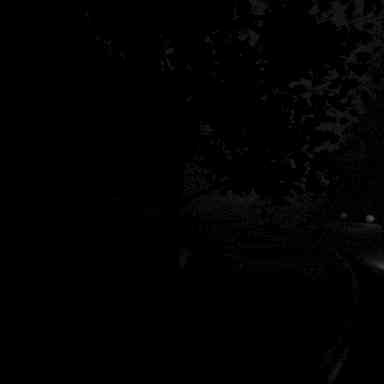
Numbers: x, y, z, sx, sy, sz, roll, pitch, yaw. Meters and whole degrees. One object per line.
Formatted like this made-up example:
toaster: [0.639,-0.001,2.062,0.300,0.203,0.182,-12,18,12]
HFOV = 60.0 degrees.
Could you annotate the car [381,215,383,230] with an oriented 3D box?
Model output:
car: [10.808,1.213,14.717,2.150,2.045,5.566,0,0,0]

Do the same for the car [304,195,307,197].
car: [19.412,0.187,56.587,1.837,1.490,4.892,0,4,36]

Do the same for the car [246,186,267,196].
car: [13.207,-0.204,68.033,1.946,1.575,5.366,0,3,37]

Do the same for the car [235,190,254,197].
car: [9.878,0.132,63.639,1.946,1.575,5.366,0,3,37]

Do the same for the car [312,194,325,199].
car: [20.500,0.371,52.690,2.033,1.411,5.357,0,3,36]
